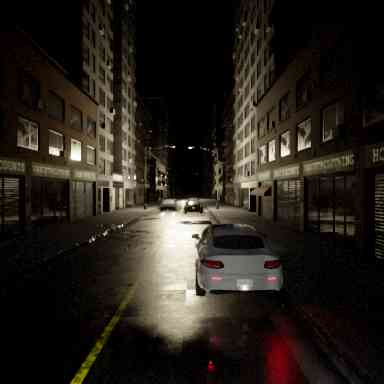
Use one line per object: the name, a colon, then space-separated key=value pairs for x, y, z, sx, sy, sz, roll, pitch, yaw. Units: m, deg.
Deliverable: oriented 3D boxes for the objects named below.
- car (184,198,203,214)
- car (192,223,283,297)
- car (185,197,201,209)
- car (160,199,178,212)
car: x=0.171 y=1.582 z=35.738 sx=1.994 sy=1.385 sz=4.181 roll=0 pitch=0 yaw=1
car: x=0.988 y=1.527 z=8.491 sx=1.812 sy=1.442 sz=4.674 roll=0 pitch=0 yaw=0
car: x=0.151 y=1.523 z=45.708 sx=2.128 sy=1.511 sz=4.902 roll=0 pitch=0 yaw=0
car: x=-2.632 y=1.569 z=38.508 sx=2.033 sy=1.411 sz=5.357 roll=0 pitch=0 yaw=0
